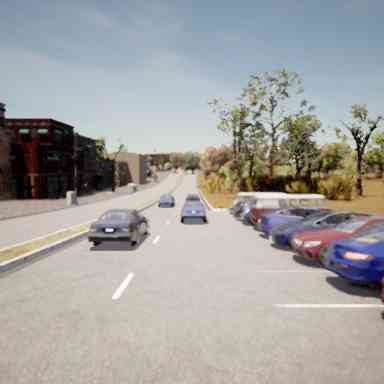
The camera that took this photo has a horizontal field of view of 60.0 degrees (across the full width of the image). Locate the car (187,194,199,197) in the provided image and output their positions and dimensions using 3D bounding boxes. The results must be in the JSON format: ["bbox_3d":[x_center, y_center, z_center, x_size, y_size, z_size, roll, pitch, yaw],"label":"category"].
[{"bbox_3d":[0.113,0.969,42.605,1.837,1.490,4.892,0,1,0],"label":"car"}]

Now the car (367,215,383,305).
[{"bbox_3d":[5.509,1.345,4.956,4.553,1.767,2.185,0,0,0],"label":"car"}]

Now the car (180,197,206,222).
[{"bbox_3d":[0.107,1.375,24.822,2.033,1.411,5.357,0,1,0],"label":"car"}]

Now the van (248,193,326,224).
[{"bbox_3d":[5.660,1.151,18.732,4.442,1.987,1.878,0,1,0],"label":"van"}]

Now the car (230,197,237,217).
[{"bbox_3d":[5.540,1.316,24.247,4.892,1.521,2.231,0,1,0],"label":"car"}]

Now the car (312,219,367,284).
[{"bbox_3d":[5.538,1.497,7.718,4.674,1.452,2.002,0,0,0],"label":"car"}]

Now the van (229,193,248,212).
[{"bbox_3d":[5.430,1.051,27.001,4.442,1.987,1.878,0,1,0],"label":"van"}]

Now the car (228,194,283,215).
[{"bbox_3d":[5.577,1.107,29.755,4.553,1.767,2.185,0,1,0],"label":"car"}]

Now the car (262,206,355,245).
[{"bbox_3d":[5.512,1.455,13.230,4.792,1.488,2.163,0,1,0],"label":"car"}]

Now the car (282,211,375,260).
[{"bbox_3d":[5.544,1.482,10.472,4.674,1.452,2.002,0,0,0],"label":"car"}]

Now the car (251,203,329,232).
[{"bbox_3d":[5.572,1.431,15.982,4.792,1.488,2.163,0,0,0],"label":"car"}]

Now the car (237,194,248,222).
[{"bbox_3d":[5.513,1.222,21.618,4.553,1.767,2.185,0,1,0],"label":"car"}]

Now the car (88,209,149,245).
[{"bbox_3d":[-3.151,1.477,15.125,2.033,1.411,5.357,0,1,0],"label":"car"}]

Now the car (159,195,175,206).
[{"bbox_3d":[-3.138,1.030,41.915,2.033,1.411,5.357,0,2,0],"label":"car"}]
